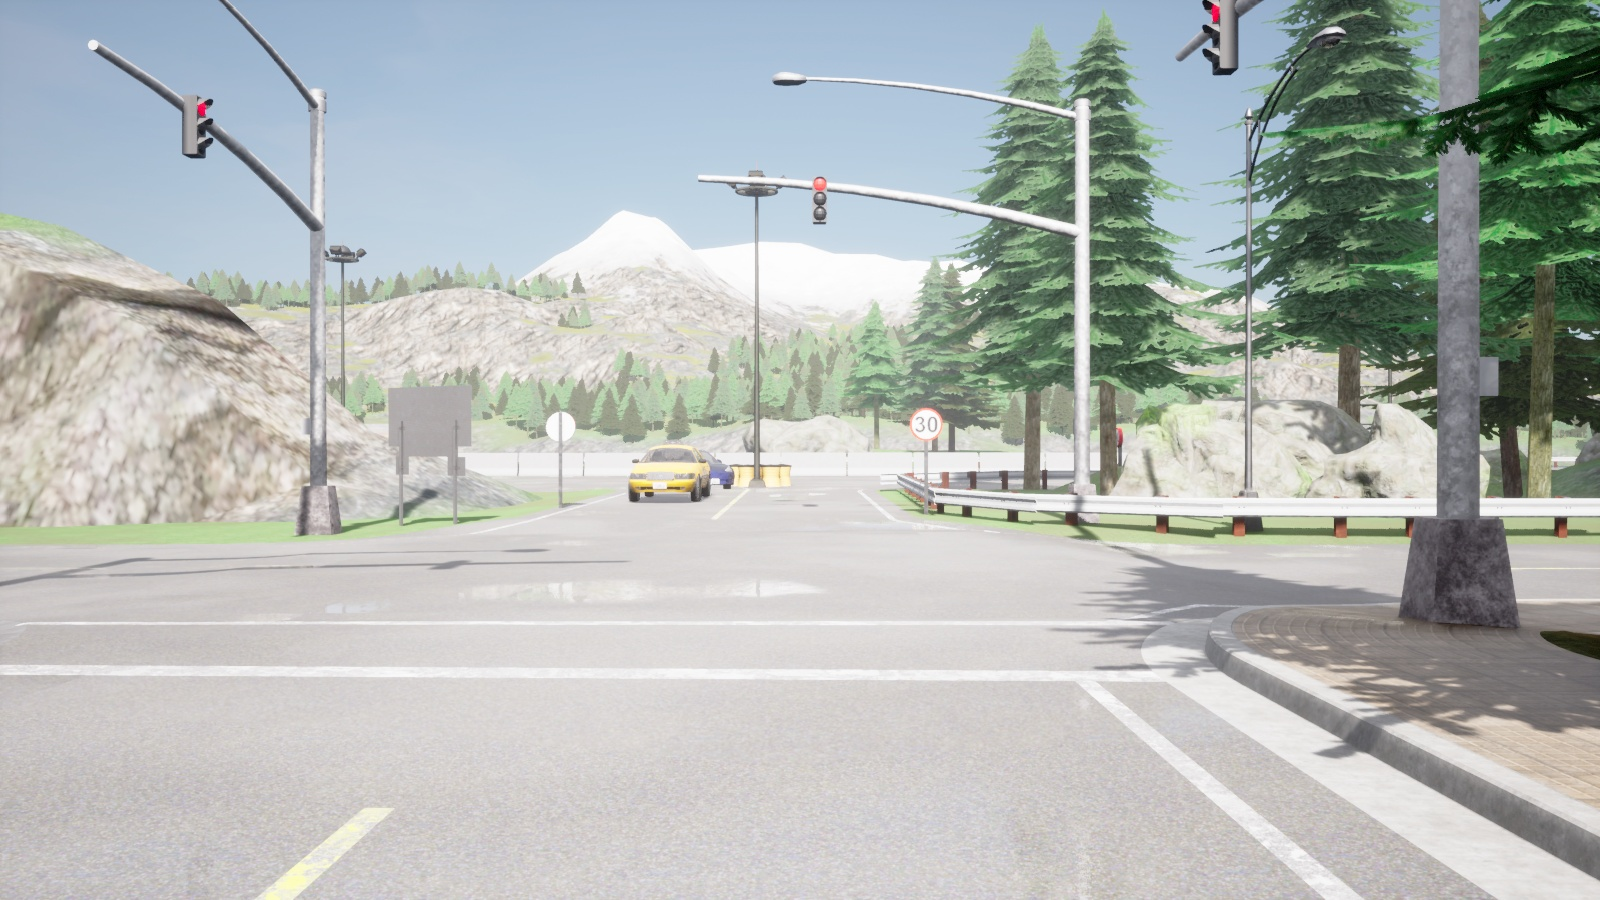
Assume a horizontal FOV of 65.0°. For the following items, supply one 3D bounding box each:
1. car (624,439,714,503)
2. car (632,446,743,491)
[{"bbox_3d":[-3.403,0.494,33.577,1.801,1.575,5.366,0,0,1],"label":"car"},{"bbox_3d":[-4.000,0.663,43.922,2.163,1.488,4.792,1,-1,-28],"label":"car"}]
